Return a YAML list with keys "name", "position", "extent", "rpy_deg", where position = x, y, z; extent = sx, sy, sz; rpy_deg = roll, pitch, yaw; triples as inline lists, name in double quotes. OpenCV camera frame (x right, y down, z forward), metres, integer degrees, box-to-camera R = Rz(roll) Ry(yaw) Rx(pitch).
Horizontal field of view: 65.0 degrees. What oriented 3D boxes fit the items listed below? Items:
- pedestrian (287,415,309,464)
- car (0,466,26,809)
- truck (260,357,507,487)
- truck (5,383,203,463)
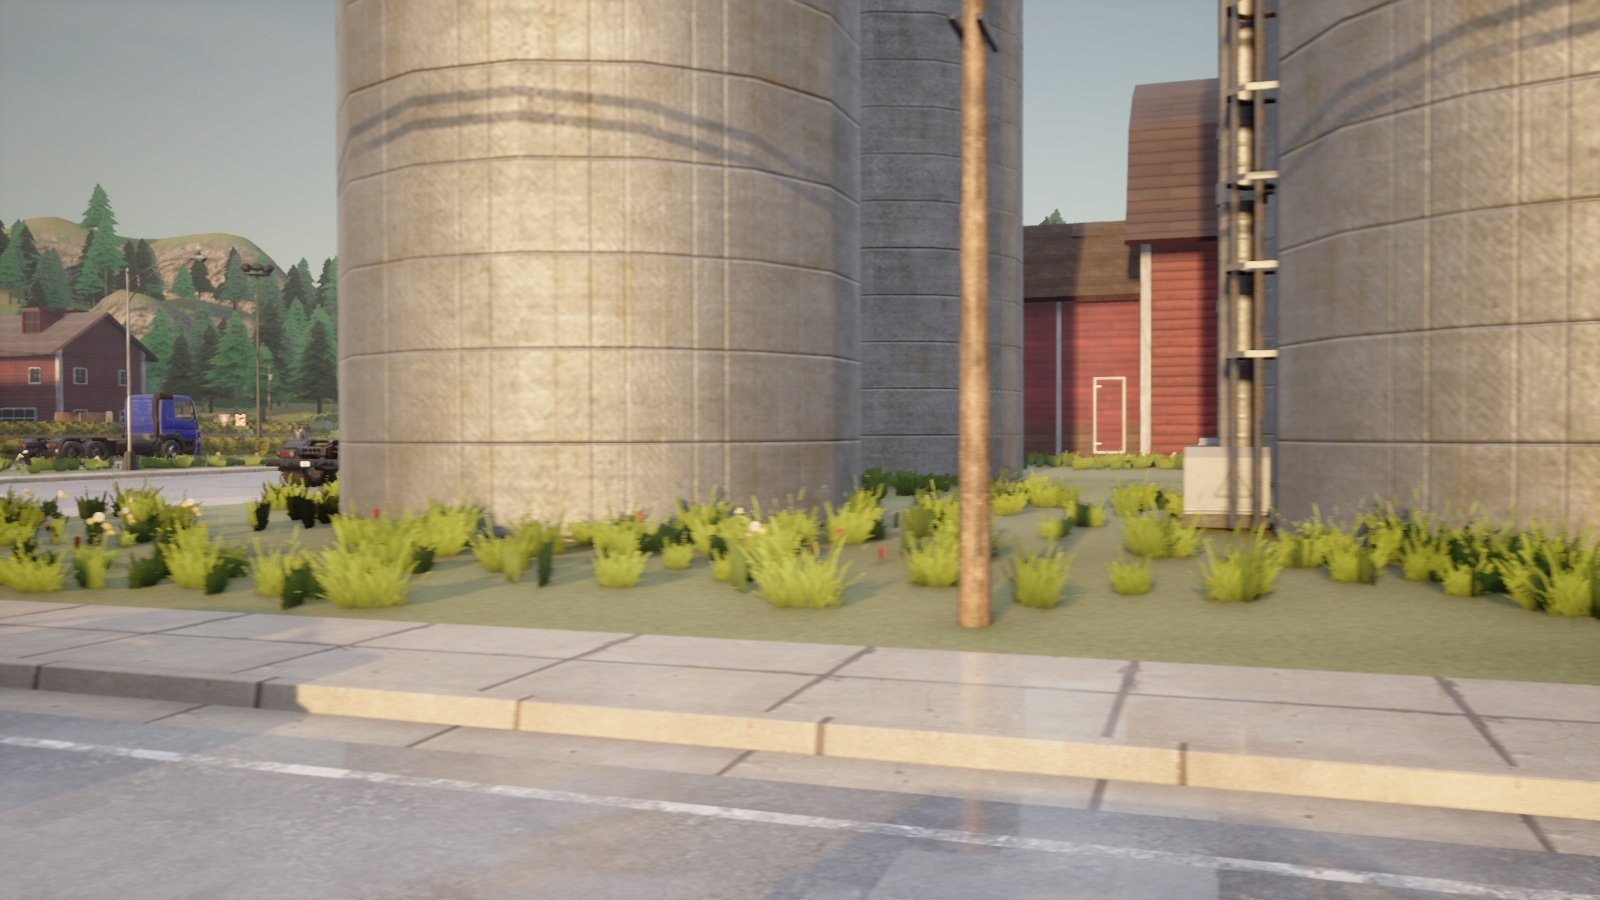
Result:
- name: "pedestrian"
  position: [-20.364, -0.421, 50.928]
  extent: [0.423, 1.949, 0.788]
  rpy_deg: [1, 1, 17]
- name: "car"
  position: [-6.128, 0.765, 5.228]
  extent: [5.357, 1.411, 2.033]
  rpy_deg: [1, 1, 20]
- name: "truck"
  position: [-12.105, -0.809, 37.491]
  extent: [2.891, 3.462, 7.936]
  rpy_deg: [1, 1, 18]
- name: "truck"
  position: [-32.462, -1.237, 58.991]
  extent: [2.891, 3.462, 7.936]
  rpy_deg: [1, 1, 25]
